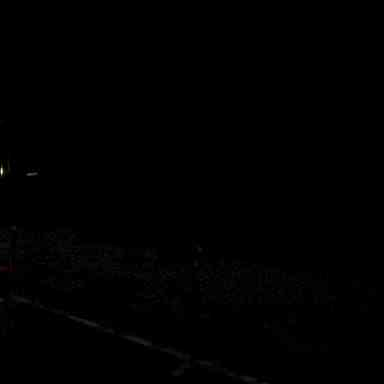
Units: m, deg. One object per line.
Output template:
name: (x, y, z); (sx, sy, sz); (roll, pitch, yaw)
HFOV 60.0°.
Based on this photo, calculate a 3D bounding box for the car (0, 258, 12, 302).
car: (-5.523, 1.588, 6.911); (4.507, 1.381, 1.887); (0, 0, 36)
